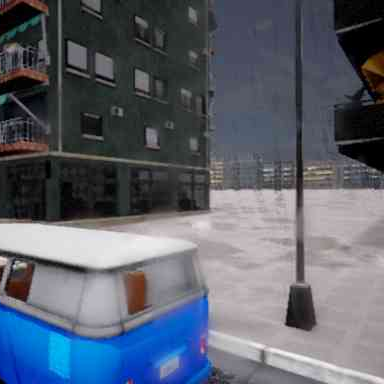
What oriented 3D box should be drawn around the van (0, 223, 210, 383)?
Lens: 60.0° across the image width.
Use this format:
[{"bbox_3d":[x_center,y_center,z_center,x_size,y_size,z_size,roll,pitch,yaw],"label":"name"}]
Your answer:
[{"bbox_3d":[-1.711,1.350,4.090,3.998,1.788,1.690,0,0,35],"label":"van"}]
